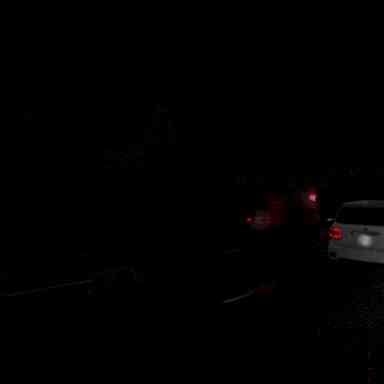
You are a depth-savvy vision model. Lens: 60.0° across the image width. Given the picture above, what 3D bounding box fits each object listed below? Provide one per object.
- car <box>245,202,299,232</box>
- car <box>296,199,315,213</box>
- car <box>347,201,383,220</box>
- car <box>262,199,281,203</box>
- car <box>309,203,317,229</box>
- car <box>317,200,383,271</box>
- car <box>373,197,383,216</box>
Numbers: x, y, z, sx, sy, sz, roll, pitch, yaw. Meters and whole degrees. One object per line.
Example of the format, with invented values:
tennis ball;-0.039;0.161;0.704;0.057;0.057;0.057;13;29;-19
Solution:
car;4.919;1.609;20.714;2.033;1.411;5.357;0;0;28
car;12.981;1.579;38.732;1.882;1.535;5.008;0;0;1
car;15.580;1.607;29.760;2.033;1.411;5.357;0;0;12
car;9.513;1.607;39.460;2.128;1.511;4.902;0;0;0
car;8.972;1.614;21.395;1.994;1.385;4.181;0;0;26
car;6.023;1.243;10.217;2.150;2.045;5.566;0;0;41
car;19.728;1.408;32.620;2.097;1.767;4.553;0;0;9
